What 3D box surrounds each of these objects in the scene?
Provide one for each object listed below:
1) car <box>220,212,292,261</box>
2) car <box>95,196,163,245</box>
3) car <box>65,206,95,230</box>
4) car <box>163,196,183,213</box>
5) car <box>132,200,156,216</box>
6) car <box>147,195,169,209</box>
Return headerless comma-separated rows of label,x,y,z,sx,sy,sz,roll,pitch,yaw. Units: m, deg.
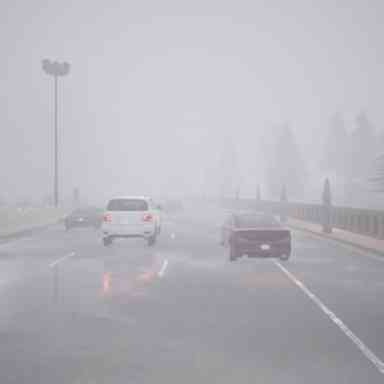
car,2.149,1.476,12.296,1.882,1.535,5.008,0,0,0
car,-2.678,1.214,15.569,2.150,2.045,5.566,0,0,-3
car,-6.628,1.559,21.236,1.994,1.385,4.181,0,0,-5
car,-2.263,1.496,37.527,1.837,1.490,4.892,0,0,-14
car,-4.922,1.539,33.695,2.033,1.411,5.357,0,0,-12
car,-4.896,1.341,47.049,2.097,1.767,4.553,0,0,-20
